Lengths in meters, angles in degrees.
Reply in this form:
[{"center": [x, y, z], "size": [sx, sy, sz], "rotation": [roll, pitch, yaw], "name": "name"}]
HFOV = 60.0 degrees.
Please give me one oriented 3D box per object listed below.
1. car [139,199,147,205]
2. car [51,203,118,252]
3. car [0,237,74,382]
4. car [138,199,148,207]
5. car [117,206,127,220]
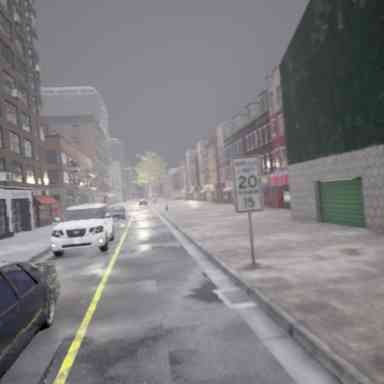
[{"center": [-12.480, 2.490, 84.664], "size": [1.895, 1.301, 4.718], "rotation": [-5, 0, -9], "name": "car"}, {"center": [-4.987, 1.618, 15.815], "size": [2.150, 2.045, 5.566], "rotation": [-5, 0, -9], "name": "car"}, {"center": [-3.271, 1.810, 4.596], "size": [2.033, 1.411, 5.357], "rotation": [-5, 0, -9], "name": "car"}, {"center": [-10.941, 2.361, 74.465], "size": [1.882, 1.535, 5.008], "rotation": [-5, 0, -9], "name": "car"}, {"center": [-7.742, 2.171, 34.601], "size": [2.033, 1.411, 5.357], "rotation": [-5, 0, -8], "name": "car"}]
